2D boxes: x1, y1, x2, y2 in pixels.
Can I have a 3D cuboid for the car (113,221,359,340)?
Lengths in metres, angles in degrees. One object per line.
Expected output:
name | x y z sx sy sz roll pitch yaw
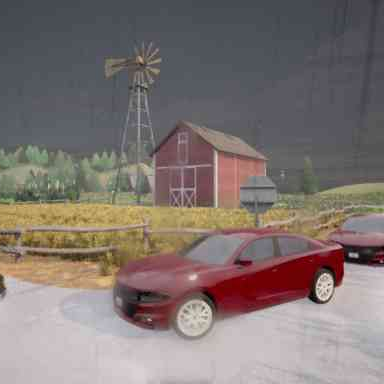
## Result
car | 0.942 1.478 6.660 5.008 1.535 1.882 0 0 -32

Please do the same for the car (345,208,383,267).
car | 6.026 1.478 11.192 1.882 1.535 5.008 0 0 38

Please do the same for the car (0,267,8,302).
car | -5.490 1.352 4.996 4.553 1.767 2.097 0 0 -10
